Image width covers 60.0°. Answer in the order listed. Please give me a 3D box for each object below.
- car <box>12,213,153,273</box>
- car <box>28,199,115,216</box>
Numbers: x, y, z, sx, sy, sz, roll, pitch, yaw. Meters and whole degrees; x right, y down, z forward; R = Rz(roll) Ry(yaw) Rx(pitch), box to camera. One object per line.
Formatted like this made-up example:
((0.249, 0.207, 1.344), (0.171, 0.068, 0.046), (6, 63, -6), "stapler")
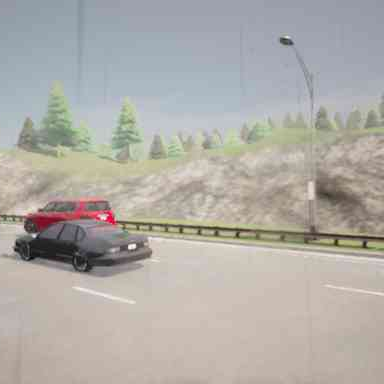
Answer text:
((-3.764, 1.635, 10.978), (5.357, 1.411, 2.033), (-1, 0, 36), "car")
((-6.333, 1.364, 17.101), (5.566, 2.045, 2.150), (0, 0, 35), "car")
